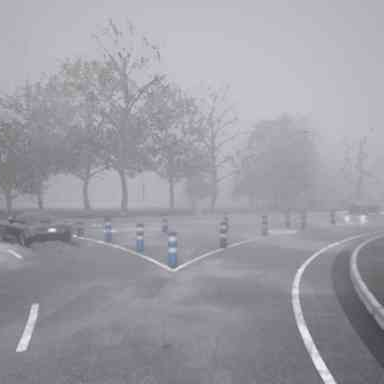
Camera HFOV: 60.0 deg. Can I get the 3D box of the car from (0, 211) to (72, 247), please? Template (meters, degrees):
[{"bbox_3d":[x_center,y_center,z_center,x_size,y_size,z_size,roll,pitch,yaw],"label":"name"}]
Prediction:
[{"bbox_3d":[-7.190,1.548,15.113,4.181,1.385,1.994,0,0,45],"label":"car"}]

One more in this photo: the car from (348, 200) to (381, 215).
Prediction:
[{"bbox_3d":[18.932,1.654,36.459,5.008,1.535,1.882,2,-1,-39],"label":"car"}]
